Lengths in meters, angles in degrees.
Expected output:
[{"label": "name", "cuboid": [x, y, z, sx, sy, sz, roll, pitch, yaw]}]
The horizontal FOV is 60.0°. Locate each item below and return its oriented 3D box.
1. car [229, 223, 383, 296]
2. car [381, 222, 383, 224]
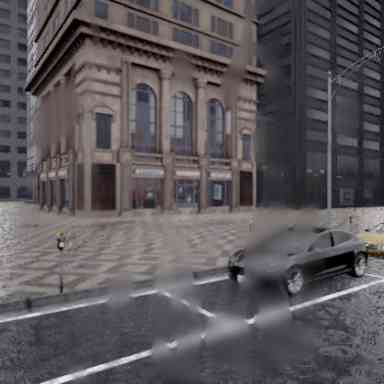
[{"label": "car", "cuboid": [2.928, 1.605, 8.739, 4.313, 1.339, 1.947, 0, 0, -35]}, {"label": "car", "cuboid": [7.383, 1.594, 11.915, 4.829, 1.417, 1.752, 0, 0, -35]}]
